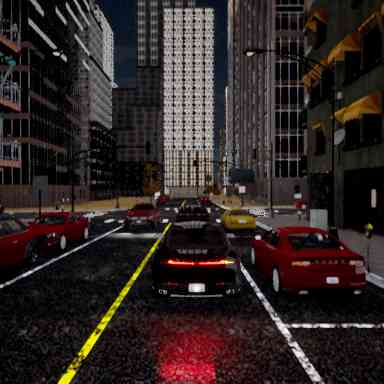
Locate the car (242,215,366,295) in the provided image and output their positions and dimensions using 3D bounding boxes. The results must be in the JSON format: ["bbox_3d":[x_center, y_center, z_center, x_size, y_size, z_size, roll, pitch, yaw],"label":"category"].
[{"bbox_3d":[2.667,1.539,8.548,1.887,1.381,4.507,-1,0,0],"label":"car"}]

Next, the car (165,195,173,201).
[{"bbox_3d":[-5.852,1.482,85.175,1.752,1.417,4.829,-1,0,0],"label":"car"}]

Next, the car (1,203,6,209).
[{"bbox_3d":[-23.917,1.726,38.349,4.097,1.590,1.967,-1,2,-1],"label":"car"}]

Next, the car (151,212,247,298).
[{"bbox_3d":[0.083,1.499,8.478,1.837,1.490,4.892,0,0,0],"label":"car"}]

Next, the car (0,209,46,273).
[{"bbox_3d":[-5.715,1.435,8.547,1.967,1.590,4.097,-1,0,0],"label":"car"}]

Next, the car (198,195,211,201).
[{"bbox_3d":[2.567,1.406,63.121,1.967,1.590,4.097,-1,0,0],"label":"car"}]

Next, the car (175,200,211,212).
[{"bbox_3d":[0.063,1.466,18.751,1.882,1.535,5.008,0,0,0],"label":"car"}]

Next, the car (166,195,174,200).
[{"bbox_3d":[-5.862,1.499,90.904,1.887,1.381,4.507,-1,0,0],"label":"car"}]

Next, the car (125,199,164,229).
[{"bbox_3d":[-3.038,1.430,21.320,1.812,1.442,4.674,0,0,0],"label":"car"}]

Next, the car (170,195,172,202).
[{"bbox_3d":[-5.824,1.278,68.667,2.192,1.841,5.009,-1,0,0],"label":"car"}]

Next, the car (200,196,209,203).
[{"bbox_3d":[2.558,1.488,68.851,1.752,1.417,4.829,-1,0,0],"label":"car"}]

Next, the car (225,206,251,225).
[{"bbox_3d":[2.646,1.513,19.765,1.752,1.417,4.829,-1,0,0],"label":"car"}]

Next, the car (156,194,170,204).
[{"bbox_3d":[-5.812,1.510,63.107,1.887,1.381,4.507,-1,0,0],"label":"car"}]

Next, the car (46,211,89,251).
[{"bbox_3d":[-5.724,1.536,14.071,1.887,1.381,4.507,-1,0,0],"label":"car"}]

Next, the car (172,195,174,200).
[{"bbox_3d":[-5.834,1.276,74.227,2.192,1.841,5.009,-1,0,0],"label":"car"}]

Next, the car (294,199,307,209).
[{"bbox_3d":[14.182,1.236,38.741,4.507,1.381,1.887,-1,1,-1],"label":"car"}]
